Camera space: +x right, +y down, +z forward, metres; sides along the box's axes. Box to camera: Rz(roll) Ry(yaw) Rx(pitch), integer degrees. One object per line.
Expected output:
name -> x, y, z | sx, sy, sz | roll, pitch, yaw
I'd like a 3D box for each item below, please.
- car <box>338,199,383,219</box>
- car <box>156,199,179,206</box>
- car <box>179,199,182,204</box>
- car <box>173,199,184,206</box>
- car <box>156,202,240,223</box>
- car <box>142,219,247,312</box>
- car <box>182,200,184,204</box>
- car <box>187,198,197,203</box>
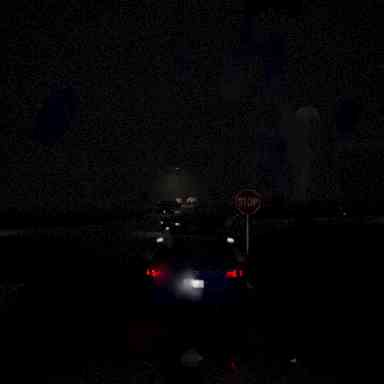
car -> 13.126, 1.171, 23.828 | 4.718, 1.301, 1.895 | -2, -1, -1
car -> -2.867, 1.682, 37.351 | 2.033, 1.411, 5.357 | 0, 0, 0
car -> -2.855, 1.843, 47.270 | 1.895, 1.301, 4.718 | 0, -1, 0
car -> -2.773, 2.132, 69.264 | 1.994, 1.385, 4.181 | 0, -1, 0
car -> 0.619, 1.555, 20.093 | 5.357, 1.411, 2.033 | -3, 1, -41
car -> 0.072, 1.572, 7.801 | 1.994, 1.385, 4.181 | 0, 0, 1
car -> -2.845, 1.887, 57.725 | 2.128, 1.511, 4.902 | 0, -1, 0
car -> -0.023, 1.924, 68.642 | 2.097, 1.767, 4.553 | 0, -1, 0
